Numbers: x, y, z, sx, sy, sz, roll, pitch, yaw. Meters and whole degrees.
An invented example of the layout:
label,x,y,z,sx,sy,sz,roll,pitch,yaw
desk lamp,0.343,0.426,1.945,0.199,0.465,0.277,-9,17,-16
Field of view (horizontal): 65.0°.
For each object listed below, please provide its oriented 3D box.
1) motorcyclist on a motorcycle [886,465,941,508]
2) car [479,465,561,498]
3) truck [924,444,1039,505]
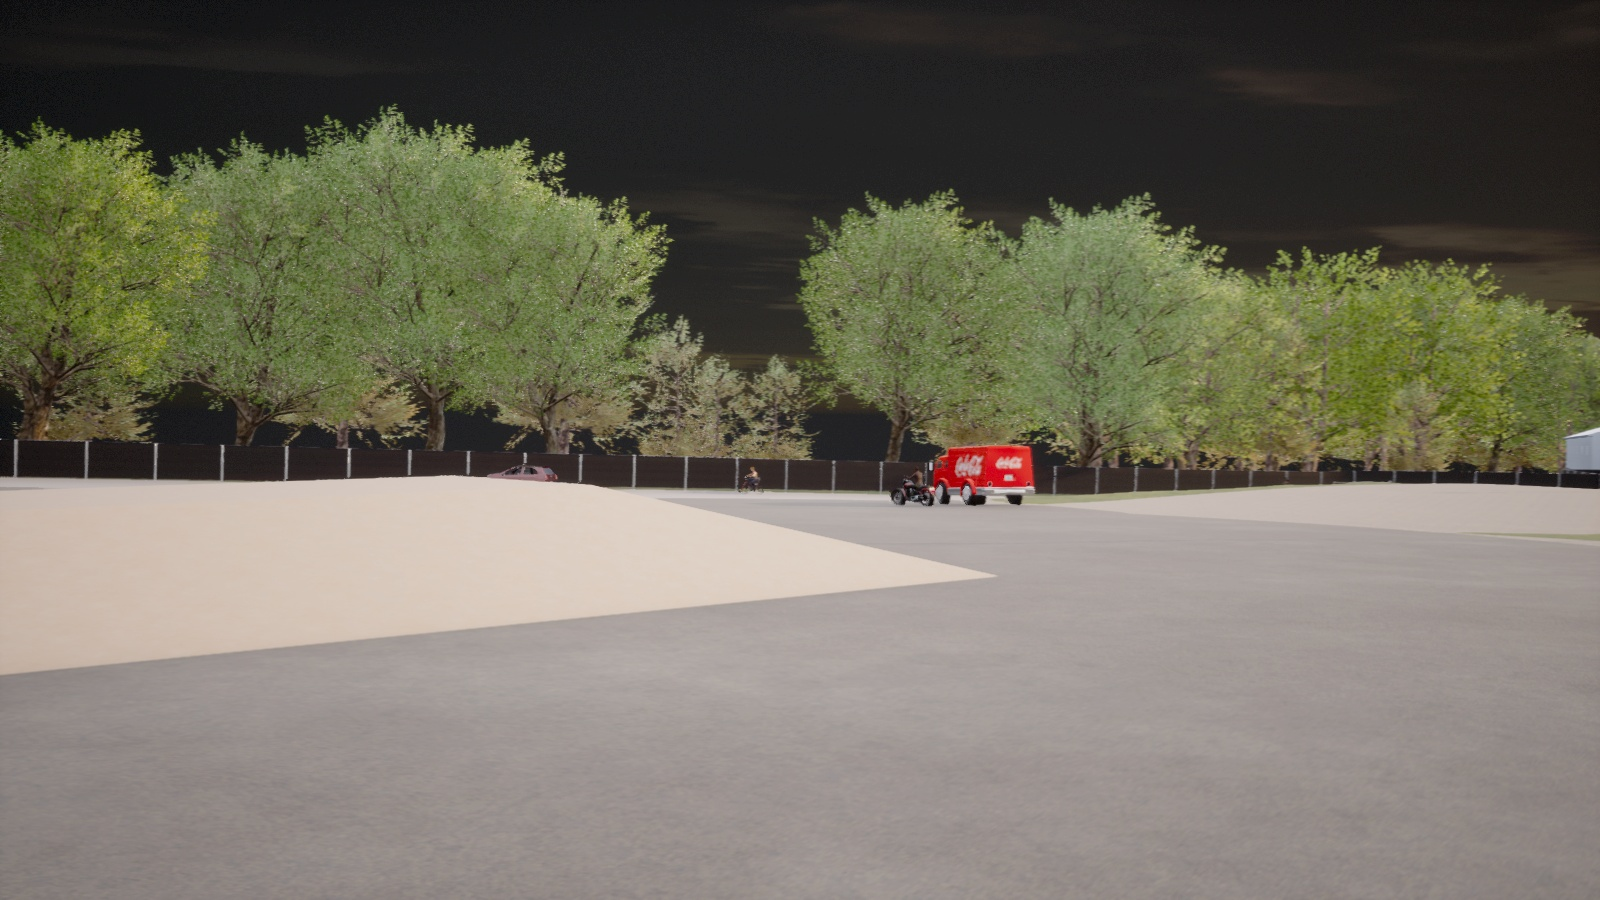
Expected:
label,x,y,z,sx,sy,sz,roll,pitch,yaw
motorcyclist on a motorcycle,4.498,1.427,49.855,0.766,1.649,2.350,0,-1,-38
car,-14.398,1.595,64.687,3.633,1.501,1.845,2,1,11
truck,7.648,1.074,53.556,2.627,2.467,5.204,0,-2,-22
